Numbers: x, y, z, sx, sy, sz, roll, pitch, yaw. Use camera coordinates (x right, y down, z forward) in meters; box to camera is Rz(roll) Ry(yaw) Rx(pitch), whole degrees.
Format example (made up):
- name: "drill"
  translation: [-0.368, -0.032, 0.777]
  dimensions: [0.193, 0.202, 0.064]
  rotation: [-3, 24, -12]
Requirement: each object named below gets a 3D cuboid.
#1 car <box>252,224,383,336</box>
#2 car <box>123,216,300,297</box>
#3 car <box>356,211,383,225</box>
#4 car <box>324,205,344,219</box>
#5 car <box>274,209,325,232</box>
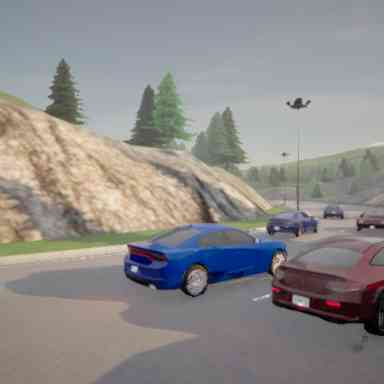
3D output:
- name: "car"
  translation: [3.505, 1.632, 6.917]
  dimensions: [4.674, 1.442, 1.812]
  rotation: [1, -1, -41]
- name: "car"
  translation: [0.613, 1.597, 9.017]
  dimensions: [5.008, 1.535, 1.882]
  rotation: [1, -1, -40]
- name: "car"
  translation: [12.541, 1.950, 22.726]
  dimensions: [1.895, 1.301, 4.718]
  rotation: [0, -1, 33]
- name: "car"
  translation: [15.377, 2.098, 36.168]
  dimensions: [1.994, 1.385, 4.181]
  rotation: [0, -1, 22]
- name: "car"
  translation: [6.018, 1.806, 19.688]
  dimensions: [1.812, 1.442, 4.674]
  rotation: [0, -1, 39]
